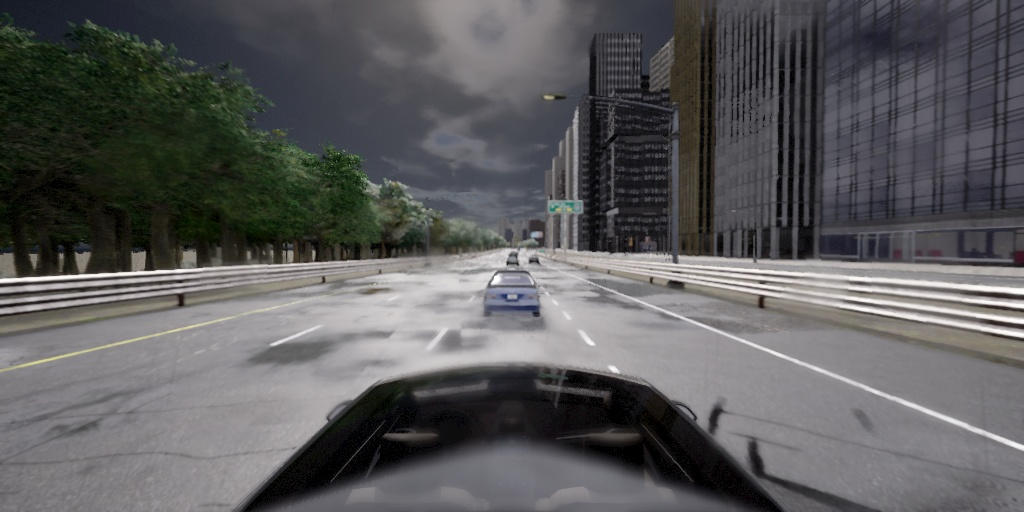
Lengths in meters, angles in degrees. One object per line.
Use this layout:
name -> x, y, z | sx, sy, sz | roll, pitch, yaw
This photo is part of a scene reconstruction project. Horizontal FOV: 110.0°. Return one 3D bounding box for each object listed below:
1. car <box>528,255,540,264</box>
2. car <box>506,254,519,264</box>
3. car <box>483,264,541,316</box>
car -> 3.726, 0.627, 61.764 | 1.837, 1.490, 4.892 | 0, 0, 0
car -> 0.096, 0.745, 57.312 | 1.994, 1.385, 4.181 | 0, 1, 0
car -> 0.008, 1.196, 12.819 | 2.033, 1.411, 5.357 | 0, 1, 0
